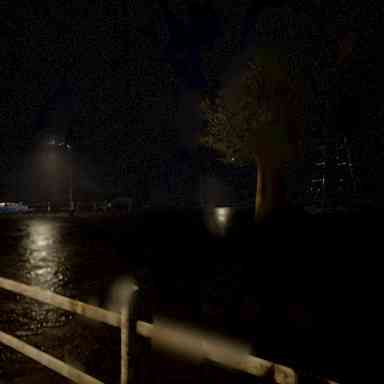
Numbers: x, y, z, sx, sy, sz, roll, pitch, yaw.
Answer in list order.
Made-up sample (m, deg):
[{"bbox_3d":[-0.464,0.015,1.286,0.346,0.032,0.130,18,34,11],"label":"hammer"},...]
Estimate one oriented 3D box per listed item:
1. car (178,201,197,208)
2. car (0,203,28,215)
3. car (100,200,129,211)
[{"bbox_3d":[-0.809,2.446,64.195,1.812,1.442,4.674,-2,-2,36],"label":"car"},{"bbox_3d":[-20.870,1.858,36.413,2.033,1.411,5.357,-2,-2,35],"label":"car"},{"bbox_3d":[-11.414,1.934,49.581,2.097,1.767,4.553,-2,-2,36],"label":"car"}]
